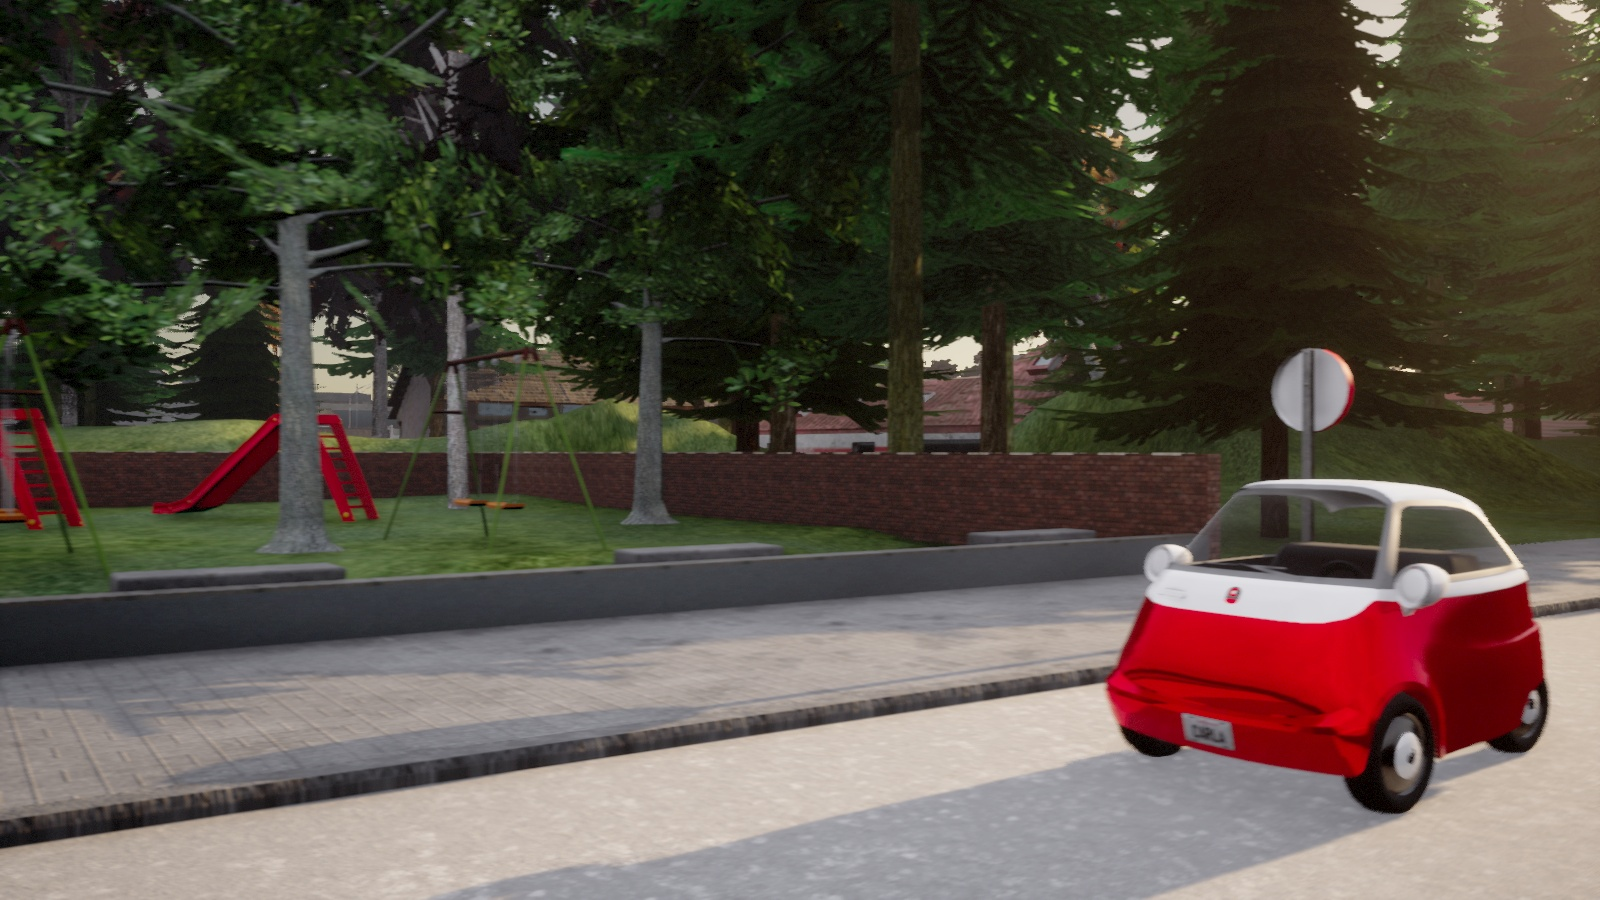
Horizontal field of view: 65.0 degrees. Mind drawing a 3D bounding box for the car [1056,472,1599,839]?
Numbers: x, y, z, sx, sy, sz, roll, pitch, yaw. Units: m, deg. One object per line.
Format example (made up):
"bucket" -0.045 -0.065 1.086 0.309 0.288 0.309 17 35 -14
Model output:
"car" 2.557 0.809 6.048 2.207 1.376 1.481 0 0 -35
